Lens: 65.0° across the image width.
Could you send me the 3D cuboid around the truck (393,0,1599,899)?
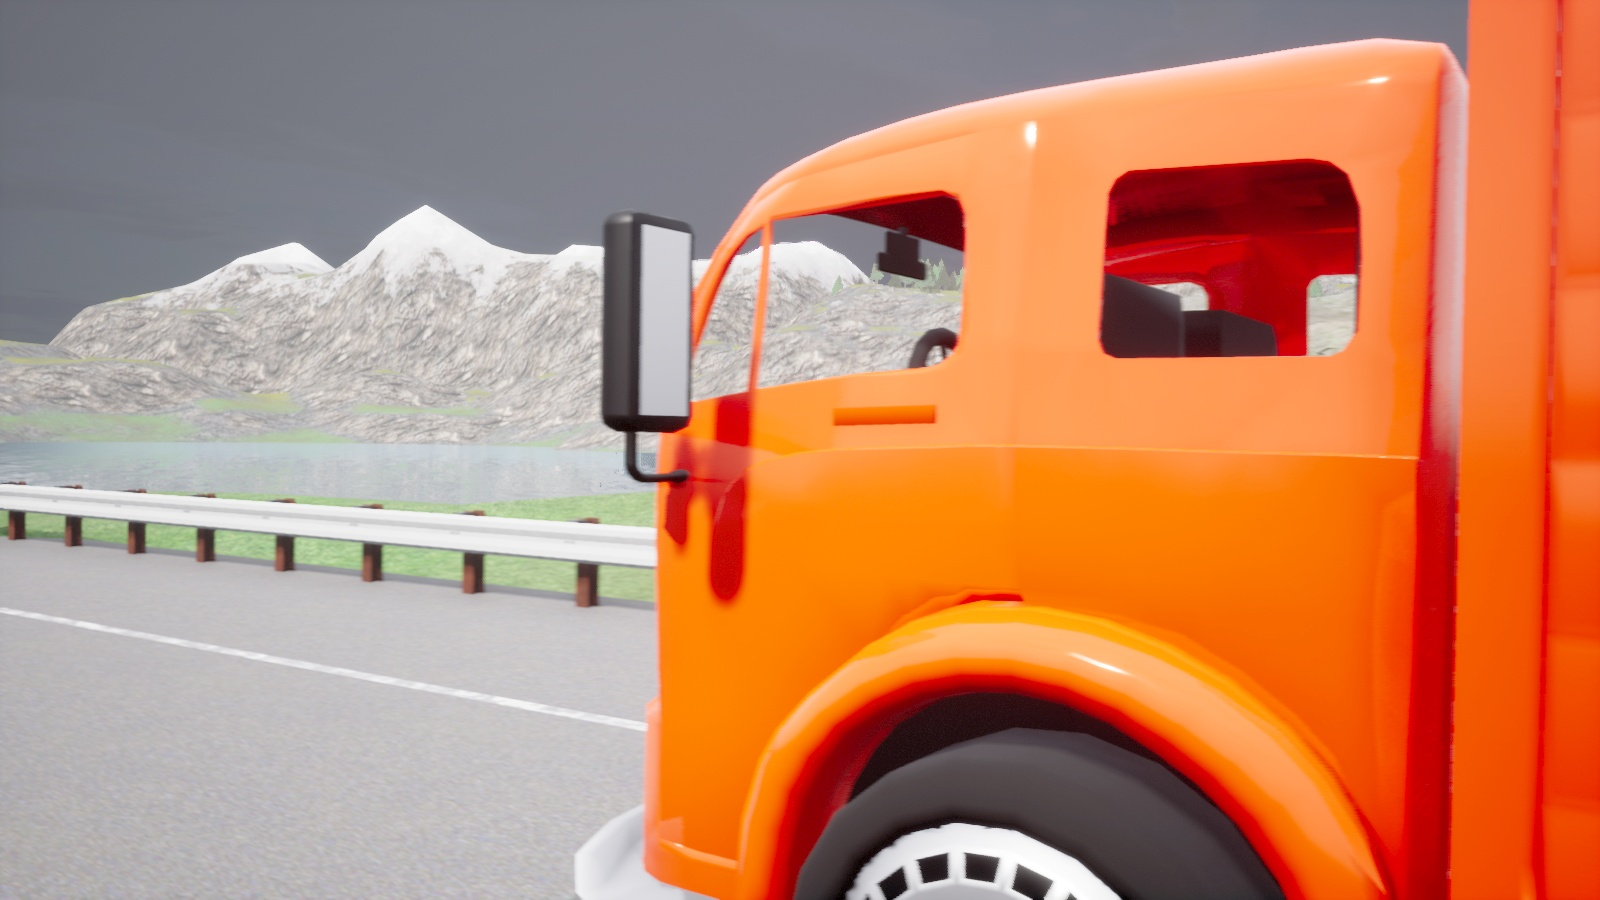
[{"bbox_3d":[2.064,0.202,2.243,5.204,2.467,2.627,1,1,34],"label":"truck"}]
